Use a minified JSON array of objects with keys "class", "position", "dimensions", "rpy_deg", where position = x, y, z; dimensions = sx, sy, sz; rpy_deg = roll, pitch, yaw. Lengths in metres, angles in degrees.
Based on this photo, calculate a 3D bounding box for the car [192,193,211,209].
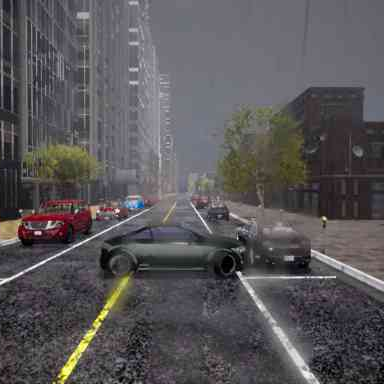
[{"class":"car","position":[1.546,1.301,44.329],"dimensions":[2.192,1.841,5.009],"rpy_deg":[-1,0,-1]}]

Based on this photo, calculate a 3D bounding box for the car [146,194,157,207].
[{"class":"car","position":[-6.977,1.299,49.652],"dimensions":[2.192,1.841,5.009],"rpy_deg":[-1,0,-1]}]

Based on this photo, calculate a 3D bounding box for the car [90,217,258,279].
[{"class":"car","position":[-0.467,1.557,9.536],"dimensions":[4.181,1.385,1.994],"rpy_deg":[0,0,-1]}]

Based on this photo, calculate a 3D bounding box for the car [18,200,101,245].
[{"class":"car","position":[-6.188,1.310,15.725],"dimensions":[2.192,1.841,5.009],"rpy_deg":[-1,0,-1]}]

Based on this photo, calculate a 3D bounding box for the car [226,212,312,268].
[{"class":"car","position":[2.550,1.548,11.137],"dimensions":[2.008,1.369,4.403],"rpy_deg":[-1,0,-1]}]

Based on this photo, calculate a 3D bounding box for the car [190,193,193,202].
[{"class":"car","position":[0.819,1.290,71.993],"dimensions":[2.192,1.841,5.009],"rpy_deg":[-1,0,-1]}]

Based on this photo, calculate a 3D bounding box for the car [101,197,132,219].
[{"class":"car","position":[-6.387,1.432,26.793],"dimensions":[1.967,1.590,4.097],"rpy_deg":[-1,0,-1]}]

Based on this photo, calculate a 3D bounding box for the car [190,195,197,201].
[{"class":"car","position":[0.388,1.551,88.590],"dimensions":[1.802,1.307,4.206],"rpy_deg":[-1,0,-1]}]

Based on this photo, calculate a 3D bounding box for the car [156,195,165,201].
[{"class":"car","position":[-7.841,1.496,82.679],"dimensions":[1.752,1.417,4.829],"rpy_deg":[-1,0,-1]}]

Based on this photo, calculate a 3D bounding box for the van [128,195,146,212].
[{"class":"van","position":[-6.686,1.329,38.586],"dimensions":[1.690,1.788,3.998],"rpy_deg":[-1,0,-1]}]

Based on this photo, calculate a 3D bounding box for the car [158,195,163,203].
[{"class":"car","position":[-7.410,1.522,66.251],"dimensions":[1.887,1.381,4.507],"rpy_deg":[-1,0,-1]}]

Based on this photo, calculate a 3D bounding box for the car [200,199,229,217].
[{"class":"car","position":[2.016,1.543,26.996],"dimensions":[2.008,1.369,4.403],"rpy_deg":[-1,0,-1]}]

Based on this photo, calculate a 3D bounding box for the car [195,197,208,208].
[{"class":"car","position":[1.400,1.509,50.032],"dimensions":[1.752,1.417,4.829],"rpy_deg":[-1,0,-1]}]
